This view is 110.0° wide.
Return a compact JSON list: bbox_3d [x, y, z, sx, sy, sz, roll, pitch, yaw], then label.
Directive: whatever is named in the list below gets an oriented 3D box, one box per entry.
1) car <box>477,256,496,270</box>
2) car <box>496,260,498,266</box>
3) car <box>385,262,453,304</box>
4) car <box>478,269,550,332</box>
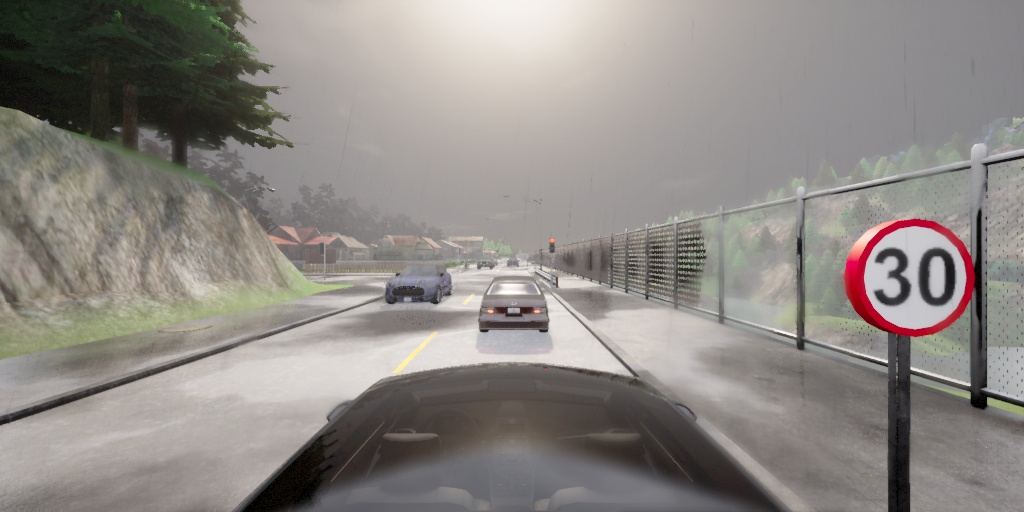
[{"bbox_3d":[-4.035,0.971,54.656,2.150,2.045,5.566,0,0,0],"label":"car"},{"bbox_3d":[-3.986,1.297,64.898,2.033,1.411,5.357,0,0,0],"label":"car"},{"bbox_3d":[-4.018,1.102,16.144,2.097,1.767,4.553,0,0,1],"label":"car"},{"bbox_3d":[0.058,1.297,10.757,2.033,1.411,5.357,0,0,0],"label":"car"}]
